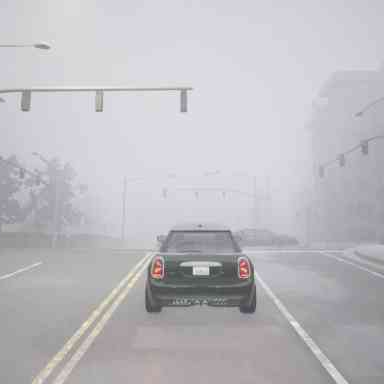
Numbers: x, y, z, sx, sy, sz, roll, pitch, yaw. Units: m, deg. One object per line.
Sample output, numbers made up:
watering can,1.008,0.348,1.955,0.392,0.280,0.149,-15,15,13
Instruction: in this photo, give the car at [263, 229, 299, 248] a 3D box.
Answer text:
car,4.628,3.238,23.154,5.357,1.411,2.033,-3,-10,18

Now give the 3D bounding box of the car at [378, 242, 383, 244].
car,17.226,4.278,26.169,4.892,1.490,1.837,5,-9,1

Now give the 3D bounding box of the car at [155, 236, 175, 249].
car,-3.113,5.959,39.119,1.837,1.490,4.892,0,-9,1

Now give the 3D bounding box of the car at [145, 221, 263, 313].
car,0.179,1.486,8.130,2.097,1.767,4.553,0,-1,0
